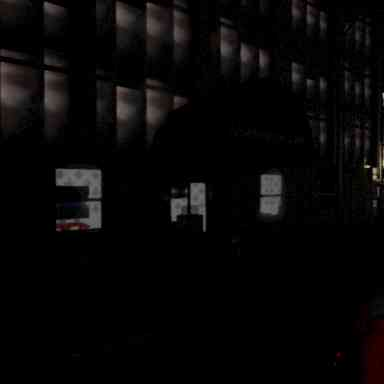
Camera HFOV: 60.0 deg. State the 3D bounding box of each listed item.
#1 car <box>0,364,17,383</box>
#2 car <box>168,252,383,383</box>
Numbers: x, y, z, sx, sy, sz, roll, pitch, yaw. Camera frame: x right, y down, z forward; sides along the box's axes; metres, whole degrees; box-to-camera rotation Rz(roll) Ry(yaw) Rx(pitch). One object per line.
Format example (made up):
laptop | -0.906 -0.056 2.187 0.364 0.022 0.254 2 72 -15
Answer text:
car | -2.849 1.539 0.928 4.313 1.339 1.947 0 0 -35
car | 1.831 1.520 4.152 4.507 1.381 1.887 0 0 -35
